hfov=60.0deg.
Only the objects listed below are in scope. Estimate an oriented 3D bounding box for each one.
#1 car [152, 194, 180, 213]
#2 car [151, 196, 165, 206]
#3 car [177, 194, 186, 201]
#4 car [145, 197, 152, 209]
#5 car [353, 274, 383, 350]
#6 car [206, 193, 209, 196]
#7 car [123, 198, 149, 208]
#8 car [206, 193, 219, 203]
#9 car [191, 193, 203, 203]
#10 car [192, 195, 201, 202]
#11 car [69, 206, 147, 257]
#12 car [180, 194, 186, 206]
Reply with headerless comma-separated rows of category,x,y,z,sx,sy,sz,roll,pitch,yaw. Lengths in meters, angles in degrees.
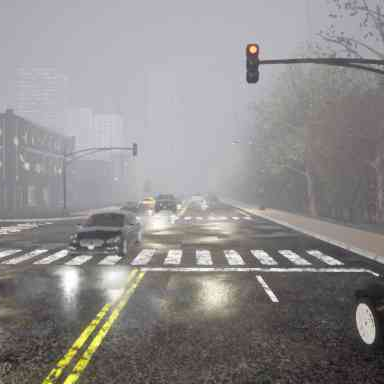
car,-2.821,1.211,37.021,2.150,2.045,5.566,0,0,-1
car,-5.752,1.484,56.835,1.837,1.490,4.892,0,0,1
car,-2.211,1.112,70.826,1.812,1.442,4.674,0,0,1
car,-5.951,1.463,44.346,1.882,1.535,5.008,0,0,1
car,3.393,1.477,3.176,1.882,1.535,5.008,0,0,1
car,4.373,1.195,76.594,2.150,2.045,5.566,0,0,1
car,-6.093,1.590,35.216,1.895,1.301,4.718,0,0,1
car,4.320,1.480,66.131,1.837,1.490,4.892,0,0,1
car,1.071,1.197,66.094,2.150,2.045,5.566,0,0,1
car,1.124,1.509,76.718,2.033,1.411,5.357,0,0,1
car,-3.161,1.502,12.946,1.837,1.490,4.892,0,0,1
car,-2.536,1.528,55.105,2.033,1.411,5.357,0,0,1
